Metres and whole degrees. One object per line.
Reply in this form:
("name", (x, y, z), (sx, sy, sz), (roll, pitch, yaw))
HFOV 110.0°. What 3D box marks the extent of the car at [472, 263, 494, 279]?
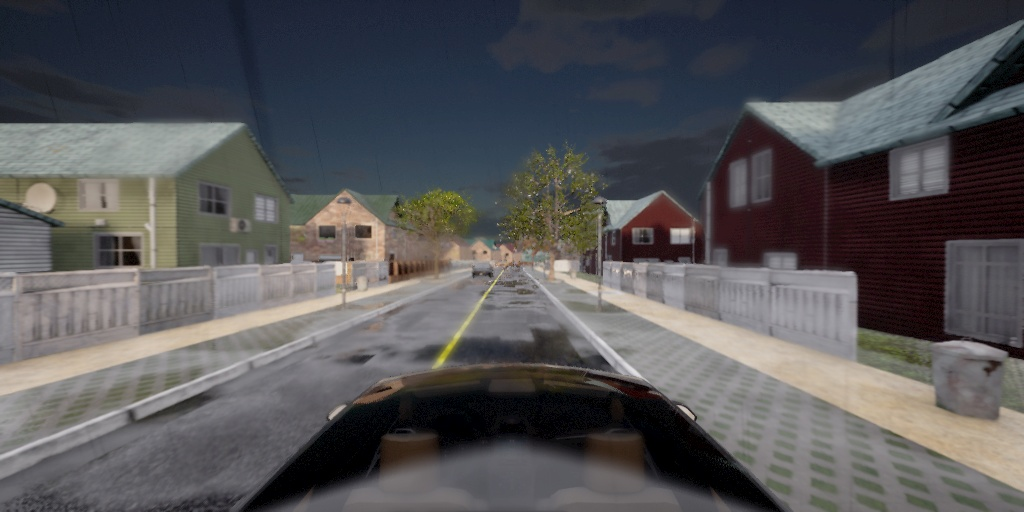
("car", (-2.857, 1.415, 35.637), (1.882, 1.535, 5.008), (0, 0, 0))
